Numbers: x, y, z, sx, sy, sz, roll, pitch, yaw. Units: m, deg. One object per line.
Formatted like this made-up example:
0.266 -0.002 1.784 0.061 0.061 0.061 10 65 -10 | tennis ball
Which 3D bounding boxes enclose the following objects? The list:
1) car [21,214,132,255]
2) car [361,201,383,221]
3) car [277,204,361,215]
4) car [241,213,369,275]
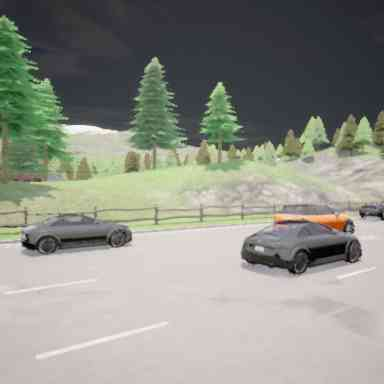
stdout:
-4.547 1.570 13.402 4.181 1.385 1.994 0 0 -36 | car
16.039 1.539 28.093 4.902 1.511 2.128 0 0 -36 | car
6.142 1.376 16.731 4.553 1.767 2.097 0 0 -36 | car
3.541 1.579 10.575 4.181 1.385 1.994 0 0 -36 | car
